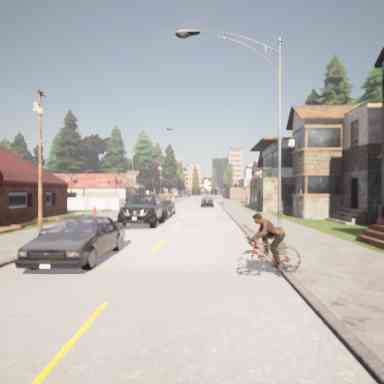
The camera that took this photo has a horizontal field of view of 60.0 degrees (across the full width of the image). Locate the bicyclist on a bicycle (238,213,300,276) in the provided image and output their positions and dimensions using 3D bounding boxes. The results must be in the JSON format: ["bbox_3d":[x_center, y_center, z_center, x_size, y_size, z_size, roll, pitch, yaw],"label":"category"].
[{"bbox_3d":[1.960,1.368,8.724,1.656,1.620,0.582,-7,0,3],"label":"bicyclist on a bicycle"}]

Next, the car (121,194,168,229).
[{"bbox_3d":[-3.178,1.177,21.901,2.150,2.045,5.566,0,0,3],"label":"car"}]

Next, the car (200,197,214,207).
[{"bbox_3d":[2.203,1.453,48.000,2.033,1.411,5.357,0,0,3],"label":"car"}]

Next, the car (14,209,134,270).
[{"bbox_3d":[-3.665,1.524,11.213,2.033,1.411,5.357,0,0,3],"label":"car"}]

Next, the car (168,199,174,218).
[{"bbox_3d":[-2.849,1.510,27.007,1.994,1.385,4.181,0,0,3],"label":"car"}]
